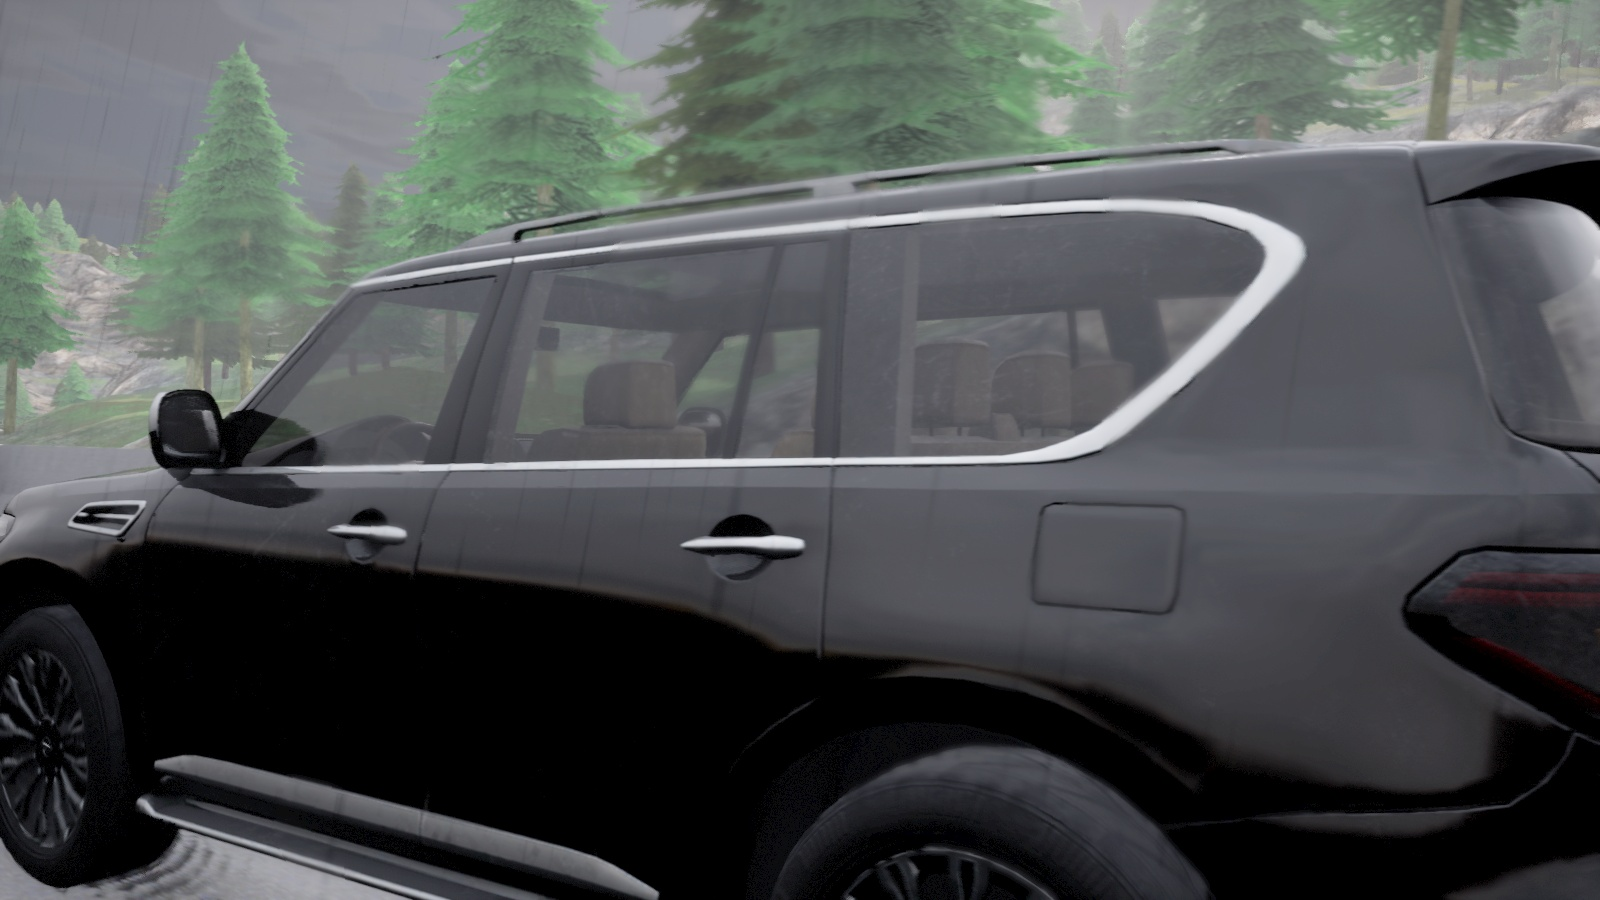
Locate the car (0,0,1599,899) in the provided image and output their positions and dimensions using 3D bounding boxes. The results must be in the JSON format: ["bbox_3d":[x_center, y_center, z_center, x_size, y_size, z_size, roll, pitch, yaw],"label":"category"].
[{"bbox_3d":[-0.345,0.407,3.857,5.566,2.045,2.150,0,1,34],"label":"car"}]
